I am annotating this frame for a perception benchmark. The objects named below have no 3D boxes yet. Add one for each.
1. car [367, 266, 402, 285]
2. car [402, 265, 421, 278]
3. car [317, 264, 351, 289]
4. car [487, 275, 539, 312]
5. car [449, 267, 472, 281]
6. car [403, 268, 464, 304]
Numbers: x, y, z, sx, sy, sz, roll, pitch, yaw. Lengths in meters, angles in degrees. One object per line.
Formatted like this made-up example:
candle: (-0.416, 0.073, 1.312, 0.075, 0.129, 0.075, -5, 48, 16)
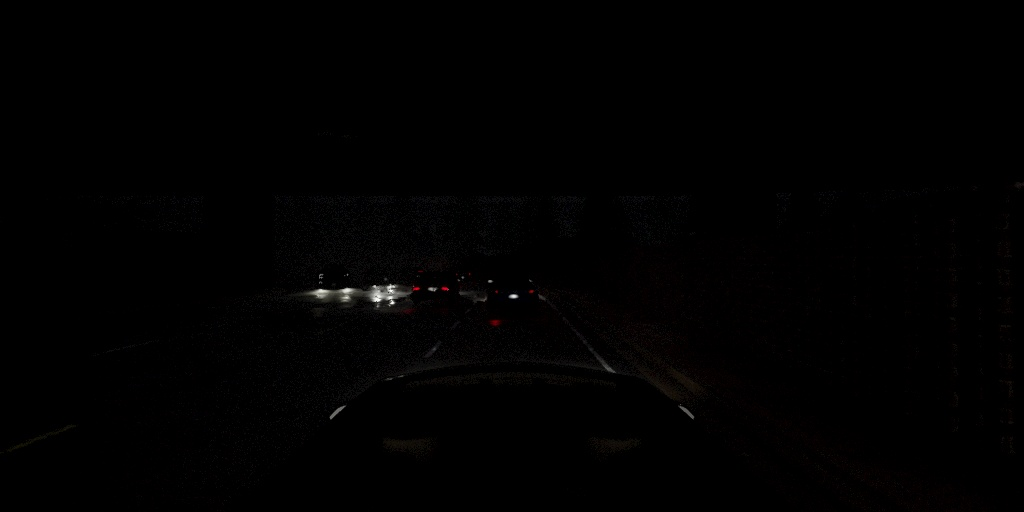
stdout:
car: (-11.112, 1.585, 30.397, 2.128, 1.511, 4.902, 1, -1, -29)
car: (-10.293, 1.667, 36.018, 1.837, 1.490, 4.892, 1, -1, -34)
car: (-13.143, 1.399, 26.586, 2.097, 1.767, 4.553, 0, -1, -25)
car: (-0.058, 1.475, 15.100, 1.994, 1.385, 4.181, 0, -1, -3)
car: (-5.724, 1.756, 35.506, 1.895, 1.301, 4.718, 0, -1, -30)
car: (-3.672, 1.490, 17.783, 2.033, 1.411, 5.357, 0, -1, -5)
